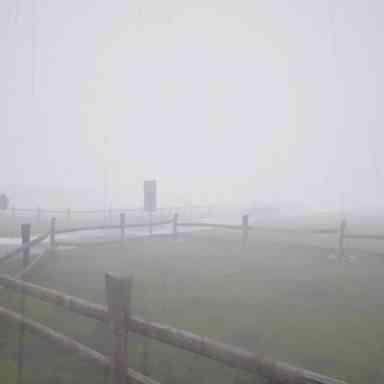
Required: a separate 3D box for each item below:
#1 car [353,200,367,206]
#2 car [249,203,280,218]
[{"bbox_3d":[42.570,2.797,84.961,2.128,1.511,4.902,-1,-1,35],"label":"car"},{"bbox_3d":[7.763,1.930,35.282,1.882,1.535,5.008,-1,-1,35],"label":"car"}]
